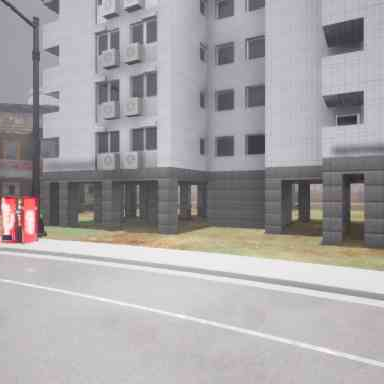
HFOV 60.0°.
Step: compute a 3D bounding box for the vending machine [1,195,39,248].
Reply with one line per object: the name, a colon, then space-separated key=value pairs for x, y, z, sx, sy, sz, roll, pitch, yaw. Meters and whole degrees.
vending machine: x=-7.198 y=1.195 z=13.927 sx=0.880 sy=2.100 sz=1.100 roll=0 pitch=0 yaw=21
